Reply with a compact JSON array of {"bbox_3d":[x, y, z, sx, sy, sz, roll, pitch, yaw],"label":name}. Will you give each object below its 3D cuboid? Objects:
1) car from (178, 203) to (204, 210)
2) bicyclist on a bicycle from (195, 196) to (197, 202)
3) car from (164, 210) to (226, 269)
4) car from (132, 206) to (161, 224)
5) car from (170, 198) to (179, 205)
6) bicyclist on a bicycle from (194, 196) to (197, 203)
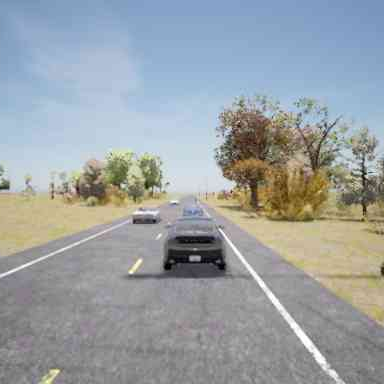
[{"bbox_3d":[0.095,1.749,29.972,2.033,1.411,5.357,0,0,0],"label":"car"},{"bbox_3d":[0.954,1.978,81.519,0.582,1.620,1.656,0,-1,0],"label":"bicyclist on a bicycle"},{"bbox_3d":[0.091,1.583,11.469,1.837,1.490,4.892,0,-1,0],"label":"car"},{"bbox_3d":[-3.604,1.782,26.811,1.895,1.301,4.718,0,0,0],"label":"car"},{"bbox_3d":[-3.509,1.967,67.652,1.812,1.442,4.674,0,0,0],"label":"car"},{"bbox_3d":[0.951,1.947,90.515,0.659,1.776,1.843,0,0,0],"label":"bicyclist on a bicycle"}]
